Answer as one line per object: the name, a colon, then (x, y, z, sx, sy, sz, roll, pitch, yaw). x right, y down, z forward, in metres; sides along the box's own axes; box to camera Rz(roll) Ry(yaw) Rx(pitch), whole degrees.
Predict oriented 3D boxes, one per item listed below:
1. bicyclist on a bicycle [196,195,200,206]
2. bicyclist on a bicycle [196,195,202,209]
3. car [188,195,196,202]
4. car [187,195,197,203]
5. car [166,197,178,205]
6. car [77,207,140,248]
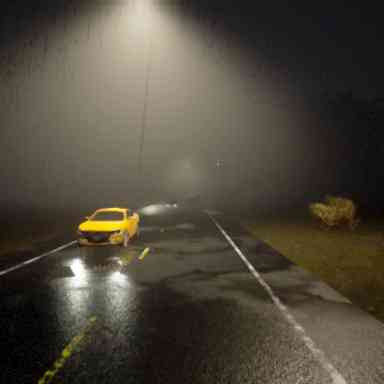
bicyclist on a bicycle: (0.969, 1.330, 52.663, 0.659, 1.776, 1.843, 0, 0, 0)
bicyclist on a bicycle: (0.965, 1.404, 43.087, 0.866, 1.612, 1.509, 0, 0, 0)
car: (0.009, 1.456, 78.255, 1.812, 1.442, 4.674, 0, 0, 0)
car: (0.022, 1.508, 68.822, 1.994, 1.385, 4.181, 0, 0, 0)
car: (-3.532, 1.502, 58.905, 2.033, 1.411, 5.357, 0, 0, 1)
car: (-3.598, 1.466, 15.037, 1.882, 1.535, 5.008, 0, 0, 0)
